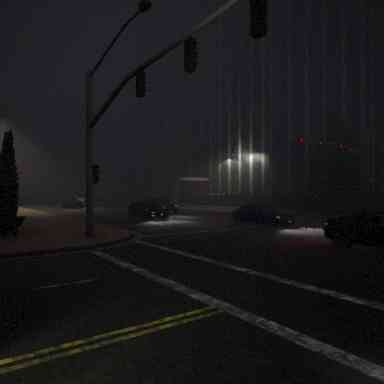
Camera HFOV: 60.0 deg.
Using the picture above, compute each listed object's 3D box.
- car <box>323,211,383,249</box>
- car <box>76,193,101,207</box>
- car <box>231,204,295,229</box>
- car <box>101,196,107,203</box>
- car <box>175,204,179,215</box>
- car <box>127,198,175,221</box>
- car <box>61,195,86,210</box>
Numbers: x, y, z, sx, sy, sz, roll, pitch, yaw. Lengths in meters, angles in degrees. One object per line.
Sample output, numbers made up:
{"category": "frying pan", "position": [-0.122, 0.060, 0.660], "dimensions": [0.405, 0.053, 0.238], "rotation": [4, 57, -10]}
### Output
{"category": "car", "position": [7.395, 1.492, 12.381], "dimensions": [2.128, 1.511, 4.902], "rotation": [0, 0, -37]}
{"category": "car", "position": [-16.249, 1.223, 50.757], "dimensions": [2.150, 2.045, 5.566], "rotation": [0, 0, -36]}
{"category": "car", "position": [4.576, 1.525, 22.086], "dimensions": [1.812, 1.442, 4.674], "rotation": [0, 0, -36]}
{"category": "car", "position": [-18.643, 1.478, 66.247], "dimensions": [1.882, 1.535, 5.008], "rotation": [0, 0, -36]}
{"category": "car", "position": [-3.233, 1.352, 32.768], "dimensions": [2.097, 1.767, 4.553], "rotation": [0, 0, -36]}
{"category": "car", "position": [-3.741, 1.504, 27.513], "dimensions": [1.837, 1.490, 4.892], "rotation": [0, 0, -36]}
{"category": "car", "position": [-15.852, 1.547, 44.210], "dimensions": [2.033, 1.411, 5.357], "rotation": [0, 0, -36]}
